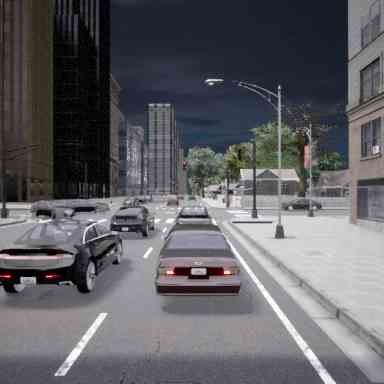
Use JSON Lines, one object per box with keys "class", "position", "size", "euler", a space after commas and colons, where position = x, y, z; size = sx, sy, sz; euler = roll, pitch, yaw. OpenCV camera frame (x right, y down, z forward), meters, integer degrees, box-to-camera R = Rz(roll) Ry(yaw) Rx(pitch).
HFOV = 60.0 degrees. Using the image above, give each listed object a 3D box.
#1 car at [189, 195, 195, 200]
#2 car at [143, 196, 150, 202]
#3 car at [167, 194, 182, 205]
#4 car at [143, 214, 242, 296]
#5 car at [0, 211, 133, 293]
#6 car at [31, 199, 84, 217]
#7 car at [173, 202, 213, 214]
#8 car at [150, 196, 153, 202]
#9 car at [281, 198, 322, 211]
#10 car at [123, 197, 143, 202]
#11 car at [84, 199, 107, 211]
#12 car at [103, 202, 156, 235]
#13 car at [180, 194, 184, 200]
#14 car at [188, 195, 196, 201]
{"class": "car", "position": [0.035, 1.527, 94.348], "size": [1.812, 1.442, 4.674], "euler": [0, 0, 0]}
{"class": "car", "position": [-9.769, 1.596, 63.100], "size": [1.895, 1.301, 4.718], "euler": [0, 0, 1]}
{"class": "car", "position": [-3.115, 1.521, 56.446], "size": [1.812, 1.442, 4.674], "euler": [0, 0, 0]}
{"class": "car", "position": [0.094, 1.545, 8.768], "size": [2.033, 1.411, 5.357], "euler": [0, 0, -1]}
{"class": "car", "position": [-3.148, 1.492, 8.839], "size": [2.128, 1.511, 4.902], "euler": [0, 0, 0]}
{"class": "car", "position": [-11.607, 1.474, 27.833], "size": [4.902, 1.511, 2.128], "euler": [1, -1, 38]}
{"class": "car", "position": [0.105, 1.491, 17.821], "size": [2.128, 1.511, 4.902], "euler": [0, 0, 0]}
{"class": "car", "position": [-9.723, 1.518, 73.212], "size": [1.812, 1.442, 4.674], "euler": [0, 0, 0]}
{"class": "car", "position": [13.298, 1.554, 40.720], "size": [4.892, 1.490, 1.837], "euler": [0, -1, 0]}
{"class": "car", "position": [-9.806, 1.487, 53.781], "size": [2.128, 1.511, 4.902], "euler": [0, 0, 1]}
{"class": "car", "position": [-10.917, 1.485, 34.177], "size": [4.902, 1.511, 2.128], "euler": [0, 0, -1]}
{"class": "car", "position": [-3.143, 1.504, 18.099], "size": [1.837, 1.490, 4.892], "euler": [0, 0, 0]}
{"class": "car", "position": [-3.216, 1.356, 92.236], "size": [2.097, 1.767, 4.553], "euler": [0, 0, 0]}
{"class": "car", "position": [0.032, 1.496, 84.112], "size": [1.837, 1.490, 4.892], "euler": [0, 0, 0]}
